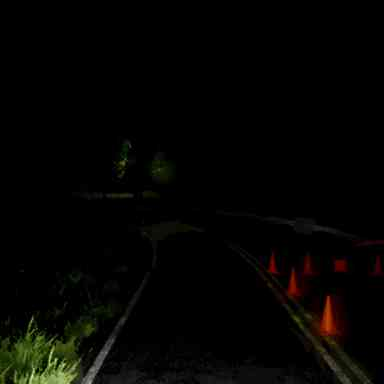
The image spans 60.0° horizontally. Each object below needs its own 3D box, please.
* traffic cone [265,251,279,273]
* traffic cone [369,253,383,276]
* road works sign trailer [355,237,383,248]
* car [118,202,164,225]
[{"bbox_3d":[2.302,1.993,9.496,0.340,0.580,0.340,1,0,1],"label":"traffic cone"},{"bbox_3d":[5.295,2.042,9.480,0.340,0.580,0.340,1,1,12],"label":"traffic cone"},{"bbox_3d":[6.042,0.836,9.256,2.880,2.380,3.560,-15,3,25],"label":"road works sign trailer"},{"bbox_3d":[-3.720,1.523,23.741,1.882,1.535,5.008,-1,0,-31],"label":"car"}]
